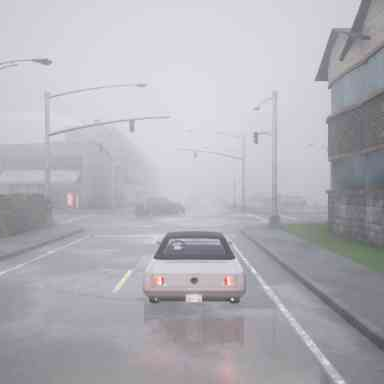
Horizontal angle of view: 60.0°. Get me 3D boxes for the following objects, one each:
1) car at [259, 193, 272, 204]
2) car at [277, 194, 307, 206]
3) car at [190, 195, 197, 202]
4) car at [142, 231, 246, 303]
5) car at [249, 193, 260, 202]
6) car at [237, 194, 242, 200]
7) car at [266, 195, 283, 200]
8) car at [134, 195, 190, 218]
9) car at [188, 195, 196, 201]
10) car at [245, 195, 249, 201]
[{"bbox_3d":[14.186,1.169,54.519,5.027,1.636,2.152,0,0,0],"label":"car"},{"bbox_3d":[14.507,1.248,48.102,3.806,1.475,1.970,0,0,0],"label":"car"},{"bbox_3d":[0.027,1.350,71.954,2.097,1.767,4.553,0,0,0],"label":"car"},{"bbox_3d":[0.061,1.601,8.134,1.895,1.301,4.718,0,0,1],"label":"car"},{"bbox_3d":[14.189,1.092,67.314,3.866,1.878,1.905,0,0,0],"label":"car"},{"bbox_3d":[13.920,1.389,88.803,3.633,1.501,1.845,0,0,0],"label":"car"},{"bbox_3d":[21.339,1.400,85.821,3.806,1.475,1.970,0,0,0],"label":"car"},{"bbox_3d":[-2.814,1.278,29.505,4.553,1.767,2.097,-1,0,-41],"label":"car"},{"bbox_3d":[0.031,1.530,82.047,1.994,1.385,4.181,0,0,0],"label":"car"},{"bbox_3d":[13.777,1.113,70.219,4.605,1.855,1.932,0,0,0],"label":"car"}]
